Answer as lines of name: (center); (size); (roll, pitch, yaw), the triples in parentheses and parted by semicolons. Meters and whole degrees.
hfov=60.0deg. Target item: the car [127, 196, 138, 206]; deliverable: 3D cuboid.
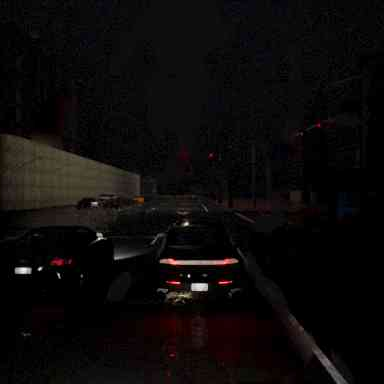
car: (-10.487, 1.599, 53.803); (1.895, 1.301, 4.718); (0, 0, 0)

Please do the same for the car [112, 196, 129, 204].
car: (-13.905, 1.545, 65.211); (2.033, 1.411, 5.357); (0, 0, 1)

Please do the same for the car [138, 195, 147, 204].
car: (-10.429, 1.476, 63.906); (1.882, 1.535, 5.008); (0, 0, 1)

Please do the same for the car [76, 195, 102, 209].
car: (-14.009, 1.503, 44.732); (1.837, 1.490, 4.892); (0, 0, 0)

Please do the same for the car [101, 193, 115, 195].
car: (-13.992, 1.220, 54.586); (2.150, 2.045, 5.566); (0, 0, 1)

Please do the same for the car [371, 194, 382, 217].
car: (15.151, 1.221, 28.548); (5.566, 2.045, 2.150); (0, 0, 0)

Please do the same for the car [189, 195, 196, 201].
car: (0.155, 1.523, 84.938); (2.128, 1.511, 4.902); (0, 0, 0)

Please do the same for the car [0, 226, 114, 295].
car: (-3.409, 1.564, 8.743); (1.994, 1.385, 4.181); (0, 0, 0)

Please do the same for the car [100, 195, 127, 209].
car: (-10.510, 1.524, 44.696); (1.812, 1.442, 4.674); (0, 0, 0)

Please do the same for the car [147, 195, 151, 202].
car: (-10.365, 1.471, 74.066); (1.882, 1.535, 5.008); (0, 0, 0)

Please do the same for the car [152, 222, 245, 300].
car: (0.099, 1.491, 8.387); (2.128, 1.511, 4.902); (0, 0, -1)
